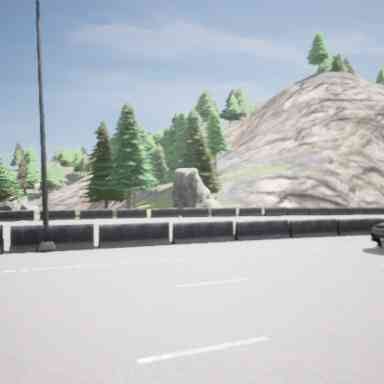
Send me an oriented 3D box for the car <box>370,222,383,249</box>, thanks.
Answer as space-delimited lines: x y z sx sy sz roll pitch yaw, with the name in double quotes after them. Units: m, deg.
10.153 1.798 14.642 4.902 1.511 2.128 1 -1 -22 "car"
